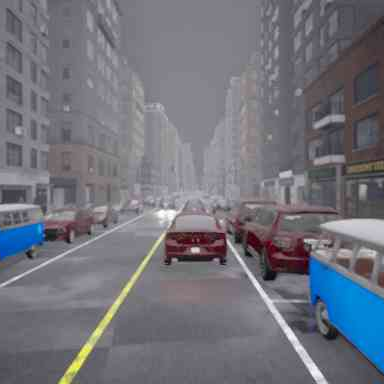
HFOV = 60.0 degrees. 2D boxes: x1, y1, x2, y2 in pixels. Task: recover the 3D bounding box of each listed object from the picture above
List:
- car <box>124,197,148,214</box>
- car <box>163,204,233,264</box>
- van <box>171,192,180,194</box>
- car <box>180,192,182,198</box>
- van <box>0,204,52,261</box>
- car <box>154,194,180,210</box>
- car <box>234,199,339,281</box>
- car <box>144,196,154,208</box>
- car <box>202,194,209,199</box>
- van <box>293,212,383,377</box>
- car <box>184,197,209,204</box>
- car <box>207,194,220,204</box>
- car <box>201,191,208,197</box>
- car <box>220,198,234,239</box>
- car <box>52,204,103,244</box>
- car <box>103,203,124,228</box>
[{"bbox_3d":[-5.731,1.395,32.228,1.802,1.307,4.206,0,0,0],"label":"car"},{"bbox_3d":[0.119,1.400,11.526,1.882,1.535,5.008,0,1,1],"label":"car"},{"bbox_3d":[-4.841,0.957,87.420,1.690,1.788,3.998,0,0,1],"label":"van"},{"bbox_3d":[-4.699,0.915,92.941,2.192,1.841,5.009,0,0,1],"label":"car"},{"bbox_3d":[-5.816,1.276,9.612,1.690,1.788,3.998,0,0,0],"label":"van"},{"bbox_3d":[-2.932,1.276,39.836,2.128,1.511,4.902,0,0,0],"label":"car"},{"bbox_3d":[2.709,1.251,9.564,2.192,1.841,5.009,0,0,0],"label":"car"},{"bbox_3d":[-5.687,1.209,43.537,1.967,1.590,4.097,0,0,0],"label":"car"},{"bbox_3d":[3.825,1.167,92.729,1.947,1.339,4.313,0,0,1],"label":"car"},{"bbox_3d":[2.687,1.314,3.907,1.690,1.788,3.998,0,0,0],"label":"van"},{"bbox_3d":[0.205,1.385,30.277,1.994,1.385,4.181,0,0,0],"label":"car"},{"bbox_3d":[2.794,1.254,32.186,1.967,1.590,4.097,0,0,0],"label":"car"},{"bbox_3d":[3.682,1.057,87.205,1.967,1.590,4.097,0,0,1],"label":"car"},{"bbox_3d":[2.731,1.213,15.221,2.192,1.841,5.009,0,0,0],"label":"car"},{"bbox_3d":[-5.795,1.442,15.268,1.887,1.381,4.507,0,0,0],"label":"car"},{"bbox_3d":[-5.774,1.445,20.922,1.802,1.307,4.206,0,0,0],"label":"car"}]
